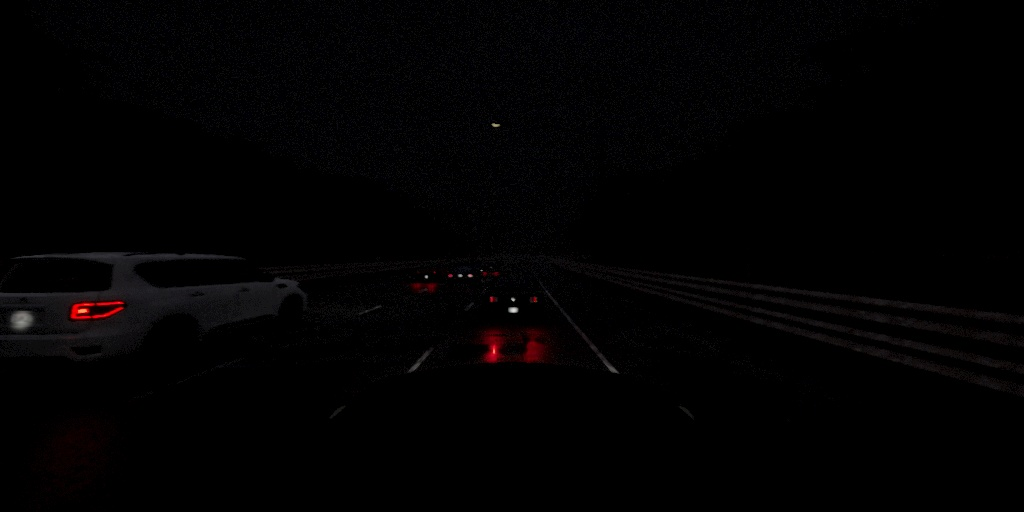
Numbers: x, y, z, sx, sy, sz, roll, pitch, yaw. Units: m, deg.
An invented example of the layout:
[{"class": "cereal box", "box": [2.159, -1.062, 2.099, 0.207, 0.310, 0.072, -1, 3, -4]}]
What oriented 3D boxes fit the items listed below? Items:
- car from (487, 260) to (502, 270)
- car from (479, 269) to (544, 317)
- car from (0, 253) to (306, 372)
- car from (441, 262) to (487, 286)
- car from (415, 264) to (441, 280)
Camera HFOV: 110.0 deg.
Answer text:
[{"class": "car", "box": [-2.400, 1.170, 45.489, 1.812, 1.442, 4.674, 0, 0, 3]}, {"class": "car", "box": [0.073, 1.333, 13.003, 1.895, 1.301, 4.718, 0, 0, 1]}, {"class": "car", "box": [-6.898, 0.956, 7.747, 2.150, 2.045, 5.566, 0, 0, 0]}, {"class": "car", "box": [-3.130, 1.251, 24.557, 2.033, 1.411, 5.357, 0, 0, 1]}, {"class": "car", "box": [-6.527, 1.287, 29.908, 1.895, 1.301, 4.718, 0, 0, 2]}]
